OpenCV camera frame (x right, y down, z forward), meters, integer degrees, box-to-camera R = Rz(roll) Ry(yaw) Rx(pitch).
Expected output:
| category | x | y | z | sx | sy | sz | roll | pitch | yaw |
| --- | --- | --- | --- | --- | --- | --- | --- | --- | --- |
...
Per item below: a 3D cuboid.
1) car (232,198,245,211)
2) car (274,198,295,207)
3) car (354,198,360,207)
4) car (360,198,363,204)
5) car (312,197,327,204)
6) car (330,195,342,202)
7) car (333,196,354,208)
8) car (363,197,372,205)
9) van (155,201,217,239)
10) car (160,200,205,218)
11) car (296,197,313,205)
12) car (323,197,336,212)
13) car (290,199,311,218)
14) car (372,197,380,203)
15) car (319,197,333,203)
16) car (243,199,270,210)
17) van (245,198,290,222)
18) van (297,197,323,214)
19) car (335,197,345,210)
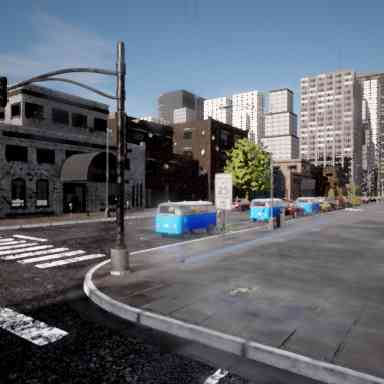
| category | x | y | z | sx | sy | sz | roll | pitch | yaw |
| --- | --- | --- | --- | --- | --- | --- | --- | --- | --- |
| car | 5.620 | 1.507 | 40.600 | 1.967 | 1.590 | 4.097 | 0 | 0 | 35 |
| car | 15.113 | 1.666 | 54.174 | 1.887 | 1.381 | 4.507 | 0 | 0 | 35 |
| car | 25.136 | 1.517 | 53.882 | 2.192 | 1.841 | 5.009 | 0 | 0 | 35 |
| car | 28.397 | 1.749 | 58.546 | 1.752 | 1.417 | 4.829 | 0 | 0 | 35 |
| car | 27.674 | 1.729 | 72.134 | 1.752 | 1.417 | 4.829 | 0 | 0 | 35 |
| car | 37.265 | 1.713 | 85.848 | 1.967 | 1.590 | 4.097 | 0 | 0 | 35 |
| car | 21.971 | 1.498 | 49.357 | 2.192 | 1.841 | 5.009 | 0 | 0 | 35 |
| car | 34.628 | 1.810 | 67.456 | 1.887 | 1.381 | 4.507 | 0 | 0 | 35 |
| van | -0.182 | 1.407 | 17.682 | 1.690 | 1.788 | 3.998 | 0 | 0 | 35 |
| car | -0.808 | 1.559 | 31.410 | 1.752 | 1.417 | 4.829 | 0 | 0 | 35 |
| car | 21.442 | 1.706 | 63.223 | 1.887 | 1.381 | 4.507 | 0 | 0 | 35 |
| car | 15.738 | 1.671 | 40.446 | 1.752 | 1.417 | 4.829 | 0 | 0 | 35 |
| car | 9.311 | 1.656 | 31.256 | 1.887 | 1.381 | 4.507 | 0 | 0 | 35 |
| car | 44.123 | 1.900 | 81.031 | 1.947 | 1.339 | 4.313 | 0 | 0 | 35 |
| car | 30.935 | 1.793 | 76.798 | 1.947 | 1.339 | 4.313 | 0 | 0 | 35 |
| car | 8.784 | 1.629 | 45.125 | 1.887 | 1.381 | 4.507 | 0 | 0 | 35 |
| van | 6.148 | 1.436 | 26.732 | 1.690 | 1.788 | 3.998 | 0 | 0 | 35 |
| van | 12.477 | 1.469 | 35.781 | 1.690 | 1.788 | 3.998 | 0 | 0 | 35 |
| car | 18.805 | 1.730 | 44.831 | 1.947 | 1.339 | 4.313 | 0 | 0 | 35 |
